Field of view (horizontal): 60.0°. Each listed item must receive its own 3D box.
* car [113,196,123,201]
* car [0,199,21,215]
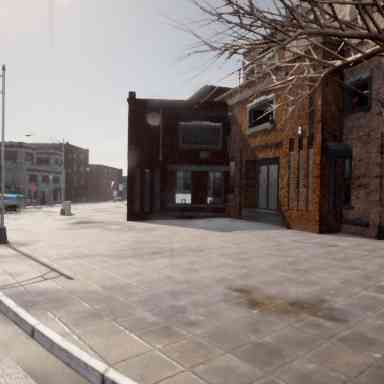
[{"bbox_3d":[-18.510,1.851,83.533,1.837,1.490,4.892,1,0,2],"label":"car"},{"bbox_3d":[-20.244,1.535,35.507,1.882,1.535,5.008,1,0,-1],"label":"car"}]
